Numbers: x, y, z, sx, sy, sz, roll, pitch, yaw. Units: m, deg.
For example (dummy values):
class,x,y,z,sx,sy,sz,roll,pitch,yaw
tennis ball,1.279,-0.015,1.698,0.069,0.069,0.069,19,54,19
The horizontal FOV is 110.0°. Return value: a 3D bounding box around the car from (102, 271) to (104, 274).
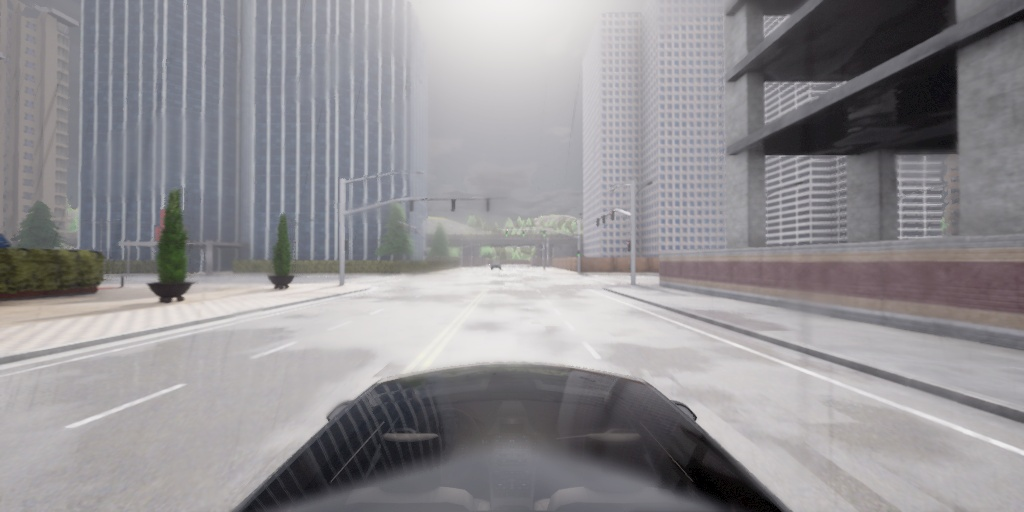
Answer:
class,x,y,z,sx,sy,sz,roll,pitch,yaw
car,-49.200,1.818,40.678,4.674,1.442,1.812,-1,-1,0
